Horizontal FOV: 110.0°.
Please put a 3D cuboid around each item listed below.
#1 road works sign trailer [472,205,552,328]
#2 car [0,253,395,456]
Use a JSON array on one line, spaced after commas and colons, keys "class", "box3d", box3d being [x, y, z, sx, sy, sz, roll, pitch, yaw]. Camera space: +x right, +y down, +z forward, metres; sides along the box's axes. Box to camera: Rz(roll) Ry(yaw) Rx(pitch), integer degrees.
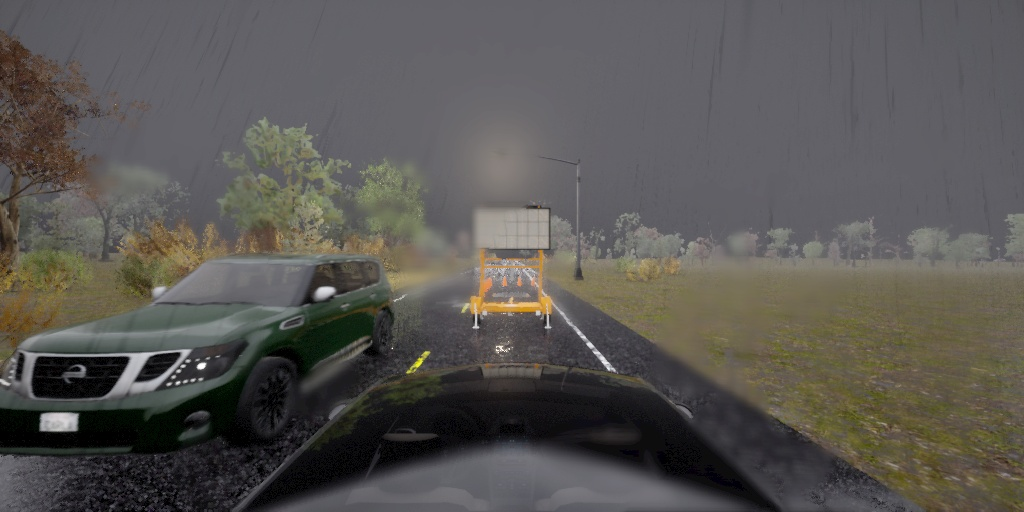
[{"class": "road works sign trailer", "box3d": [0.000, 0.216, 11.326, 2.380, 3.560, 2.880, 0, 0, 0]}, {"class": "car", "box3d": [-3.600, 0.972, 5.614, 2.150, 2.045, 5.566, 0, 0, 0]}]
